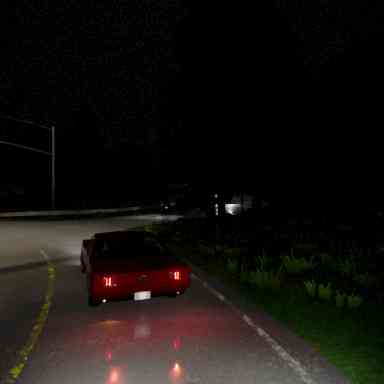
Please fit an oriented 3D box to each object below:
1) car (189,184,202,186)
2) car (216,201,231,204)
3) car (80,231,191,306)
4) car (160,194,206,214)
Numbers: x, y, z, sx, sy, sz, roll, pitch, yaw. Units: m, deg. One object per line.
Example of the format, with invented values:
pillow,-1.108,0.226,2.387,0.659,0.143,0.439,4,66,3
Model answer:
car,2.061,-0.599,54.692,1.882,1.535,5.008,0,5,-29
car,4.042,0.585,42.174,1.812,1.442,4.674,0,5,8
car,-1.678,1.601,8.145,1.895,1.301,4.718,0,0,-21
car,-0.615,0.954,32.394,2.150,2.045,5.566,0,2,39
